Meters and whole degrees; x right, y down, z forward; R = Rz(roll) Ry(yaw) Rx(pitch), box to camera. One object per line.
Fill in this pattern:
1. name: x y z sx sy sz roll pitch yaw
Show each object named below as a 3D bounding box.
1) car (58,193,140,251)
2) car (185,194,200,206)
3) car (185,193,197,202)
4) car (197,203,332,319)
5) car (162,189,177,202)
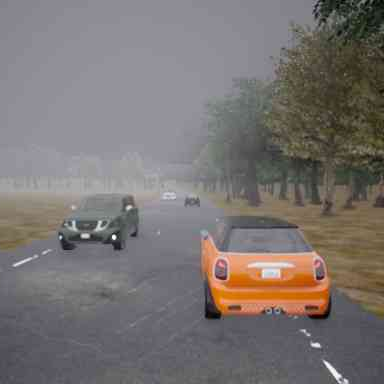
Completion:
1. car: -3.558 1.092 13.860 2.150 2.045 5.566 0 0 0
2. car: 0.018 0.999 43.117 1.882 1.535 5.008 0 1 0
3. car: -0.152 0.913 57.529 1.895 1.301 4.718 0 1 0
4. car: 1.257 1.282 7.376 2.097 1.767 4.553 0 1 0
5. car: -3.782 0.548 56.794 2.150 2.045 5.566 0 1 0
